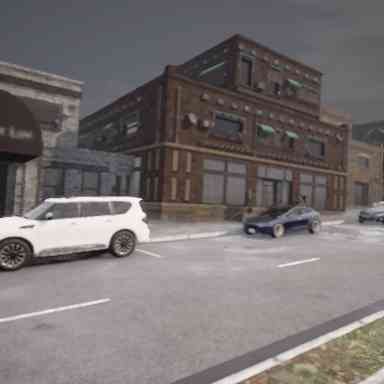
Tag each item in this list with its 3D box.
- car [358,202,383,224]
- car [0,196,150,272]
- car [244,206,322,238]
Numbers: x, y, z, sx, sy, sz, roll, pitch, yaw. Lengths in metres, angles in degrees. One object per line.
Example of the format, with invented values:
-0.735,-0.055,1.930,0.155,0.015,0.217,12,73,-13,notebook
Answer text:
13.846,1.469,23.950,4.892,1.521,2.231,0,0,-36,car
-4.112,1.173,11.011,5.566,2.045,2.435,0,0,-36,car
4.847,1.476,17.472,4.792,1.488,2.163,0,0,-36,car
